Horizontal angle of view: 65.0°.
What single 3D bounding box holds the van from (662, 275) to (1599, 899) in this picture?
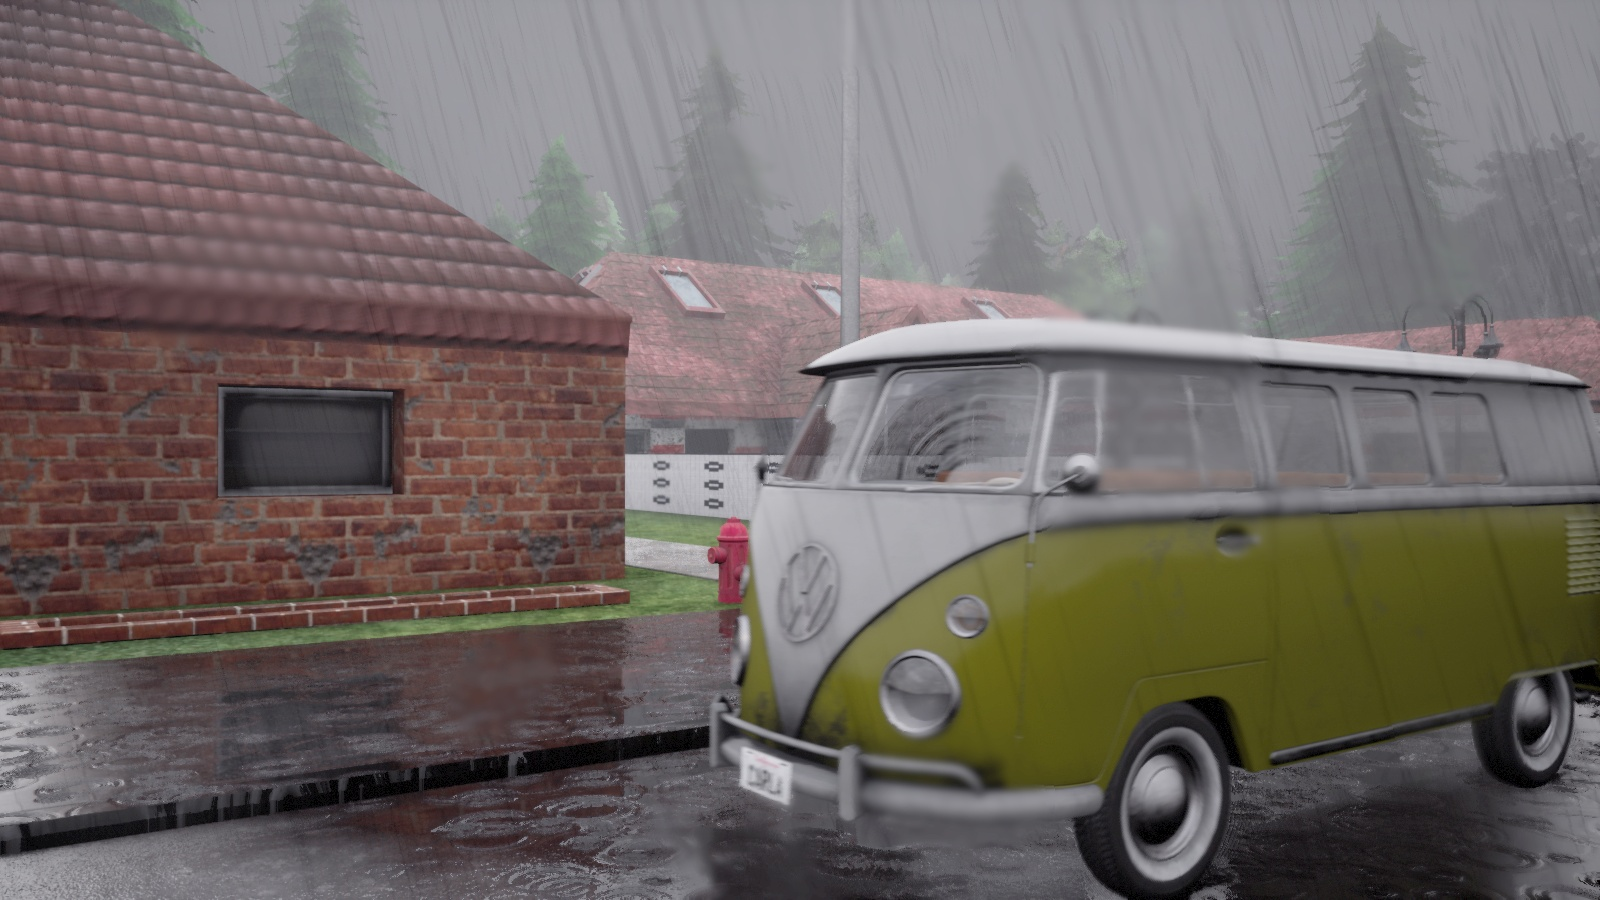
[{"bbox_3d":[1.783,0.508,5.515,4.442,1.987,1.775,0,0,-35],"label":"van"}]
